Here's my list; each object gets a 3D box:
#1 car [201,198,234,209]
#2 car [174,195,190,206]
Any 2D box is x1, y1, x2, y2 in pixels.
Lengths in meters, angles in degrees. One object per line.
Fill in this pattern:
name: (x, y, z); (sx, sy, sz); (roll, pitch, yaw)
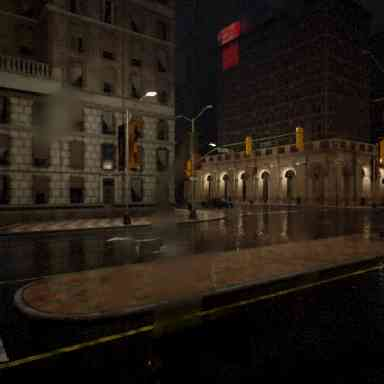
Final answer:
car: (3.485, 1.547, 46.956); (2.033, 1.411, 5.357); (0, 0, -36)
car: (-2.223, 1.526, 55.015); (1.812, 1.442, 4.674); (0, 0, -35)
